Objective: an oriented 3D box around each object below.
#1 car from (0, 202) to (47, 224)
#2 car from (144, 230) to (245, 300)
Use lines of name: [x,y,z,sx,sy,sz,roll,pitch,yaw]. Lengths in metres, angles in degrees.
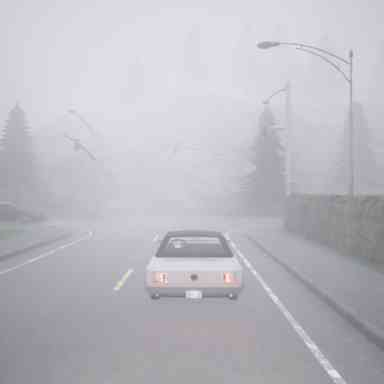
car: [-12.945,1.505,23.811,4.892,1.490,1.837,0,0,1]
car: [0.058,1.601,8.353,1.895,1.301,4.718,0,0,0]
